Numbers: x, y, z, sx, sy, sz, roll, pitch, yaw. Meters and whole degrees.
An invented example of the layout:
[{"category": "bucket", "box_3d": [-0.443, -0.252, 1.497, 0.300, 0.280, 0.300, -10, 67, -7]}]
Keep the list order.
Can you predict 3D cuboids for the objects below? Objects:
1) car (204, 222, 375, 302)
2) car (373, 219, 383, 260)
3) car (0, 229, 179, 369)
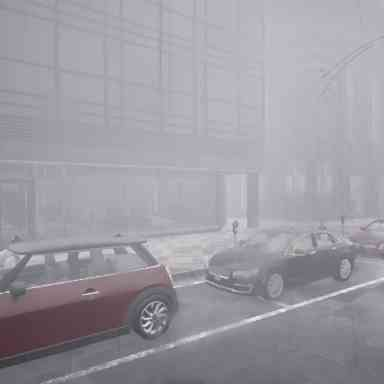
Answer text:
[{"category": "car", "box_3d": [2.308, 1.550, 8.171, 4.403, 1.369, 2.008, 0, 0, -35]}, {"category": "car", "box_3d": [6.913, 1.580, 11.441, 4.206, 1.307, 1.802, 0, 0, -35]}, {"category": "car", "box_3d": [-2.298, 1.440, 4.901, 4.097, 1.590, 1.967, 0, 0, -35]}]
